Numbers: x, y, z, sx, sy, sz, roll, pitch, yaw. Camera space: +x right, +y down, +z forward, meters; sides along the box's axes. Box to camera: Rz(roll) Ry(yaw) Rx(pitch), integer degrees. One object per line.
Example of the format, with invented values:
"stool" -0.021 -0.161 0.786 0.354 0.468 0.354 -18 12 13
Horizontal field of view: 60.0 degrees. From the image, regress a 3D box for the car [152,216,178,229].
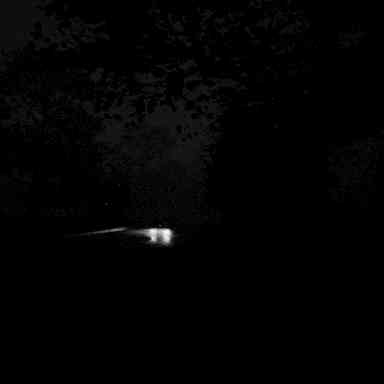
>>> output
"car" -3.002 3.406 37.828 1.895 1.301 4.718 2 -3 11
